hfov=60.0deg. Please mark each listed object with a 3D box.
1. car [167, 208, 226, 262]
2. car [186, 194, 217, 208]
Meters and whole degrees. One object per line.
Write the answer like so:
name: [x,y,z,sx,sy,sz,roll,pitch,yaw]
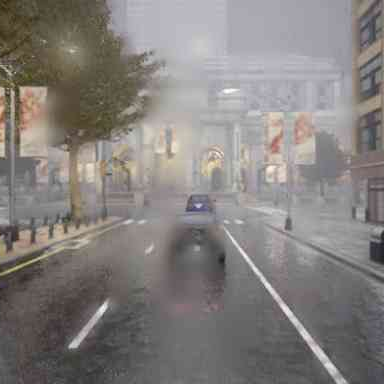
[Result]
car: [0.174,1.487,12.089,1.837,1.490,4.892,0,-1,1]
car: [0.849,1.195,27.747,2.150,2.045,5.566,0,0,7]
